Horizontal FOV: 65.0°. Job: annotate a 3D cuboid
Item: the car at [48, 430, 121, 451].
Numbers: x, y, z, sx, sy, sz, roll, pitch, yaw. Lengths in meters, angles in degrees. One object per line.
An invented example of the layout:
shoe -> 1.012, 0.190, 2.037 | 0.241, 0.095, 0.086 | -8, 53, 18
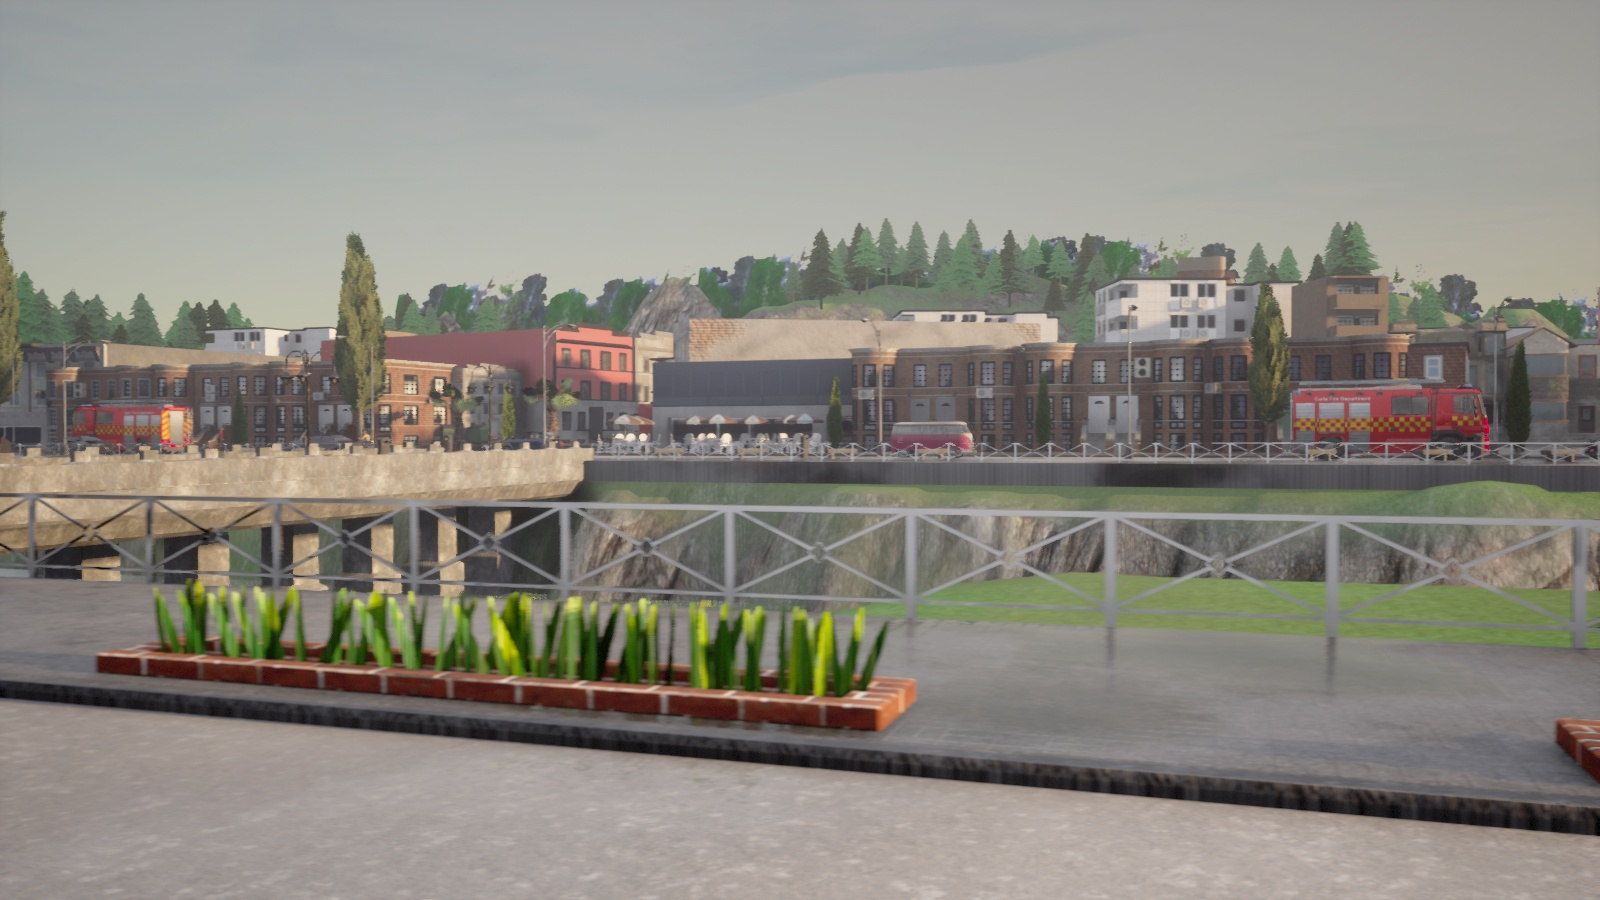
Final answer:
car -> -48.462, -0.655, 85.089 | 4.181, 1.385, 1.994 | 1, 1, 19

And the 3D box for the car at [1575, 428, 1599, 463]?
car -> 39.957, -0.199, 59.586 | 5.027, 1.651, 2.152 | 1, 1, 19

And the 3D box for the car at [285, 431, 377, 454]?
car -> -29.383, -0.497, 78.676 | 5.357, 1.411, 2.033 | 1, 1, 19

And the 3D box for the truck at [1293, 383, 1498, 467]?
truck -> 27.941, -1.184, 59.391 | 8.468, 3.827, 2.891 | 1, 1, 19

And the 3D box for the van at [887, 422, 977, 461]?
van -> 6.998, -0.459, 66.444 | 4.442, 1.987, 1.775 | 1, 1, 19

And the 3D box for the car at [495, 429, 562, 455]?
car -> -17.019, -0.520, 78.738 | 3.705, 1.549, 1.789 | 1, 1, 19
